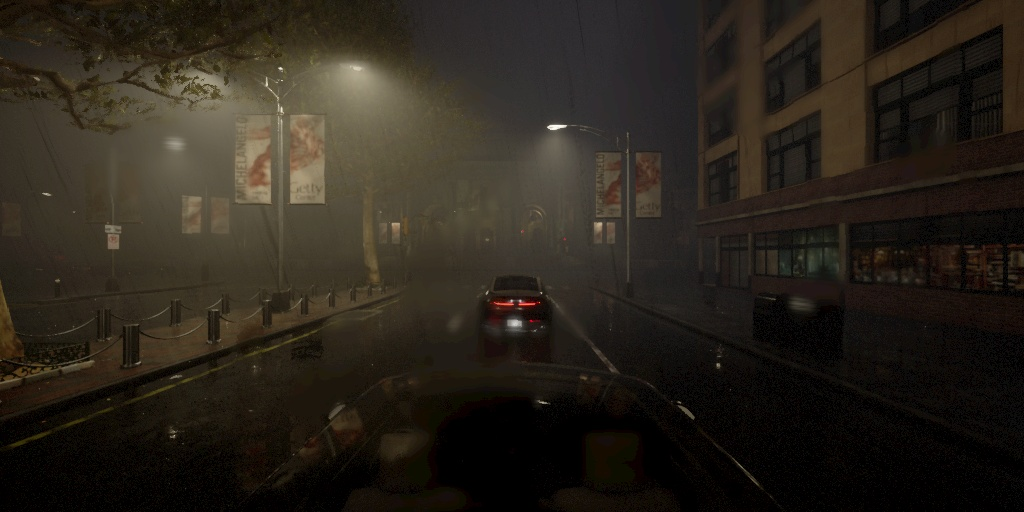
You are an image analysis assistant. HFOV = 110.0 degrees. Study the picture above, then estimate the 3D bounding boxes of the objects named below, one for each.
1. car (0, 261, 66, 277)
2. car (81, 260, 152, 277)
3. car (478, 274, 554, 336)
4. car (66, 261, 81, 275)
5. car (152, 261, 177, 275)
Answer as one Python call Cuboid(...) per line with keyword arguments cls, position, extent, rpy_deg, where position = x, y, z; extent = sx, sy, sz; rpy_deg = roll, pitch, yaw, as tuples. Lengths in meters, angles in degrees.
Cuboid(cls="car", position=(-47.252, 1.255, 34.903), extent=(4.892, 1.490, 1.837), rpy_deg=(0, 0, 0))
Cuboid(cls="car", position=(-38.392, 1.314, 34.870), extent=(4.181, 1.385, 1.994), rpy_deg=(0, 0, 0))
Cuboid(cls="car", position=(0.126, 1.255, 10.340), extent=(1.837, 1.490, 4.892), rpy_deg=(0, 0, 1))
Cuboid(cls="car", position=(-48.136, 1.241, 38.411), extent=(4.902, 1.511, 2.128), rpy_deg=(0, 0, 0))
Cuboid(cls="car", position=(-38.886, 1.227, 38.376), extent=(5.008, 1.535, 1.882), rpy_deg=(0, 0, 0))
